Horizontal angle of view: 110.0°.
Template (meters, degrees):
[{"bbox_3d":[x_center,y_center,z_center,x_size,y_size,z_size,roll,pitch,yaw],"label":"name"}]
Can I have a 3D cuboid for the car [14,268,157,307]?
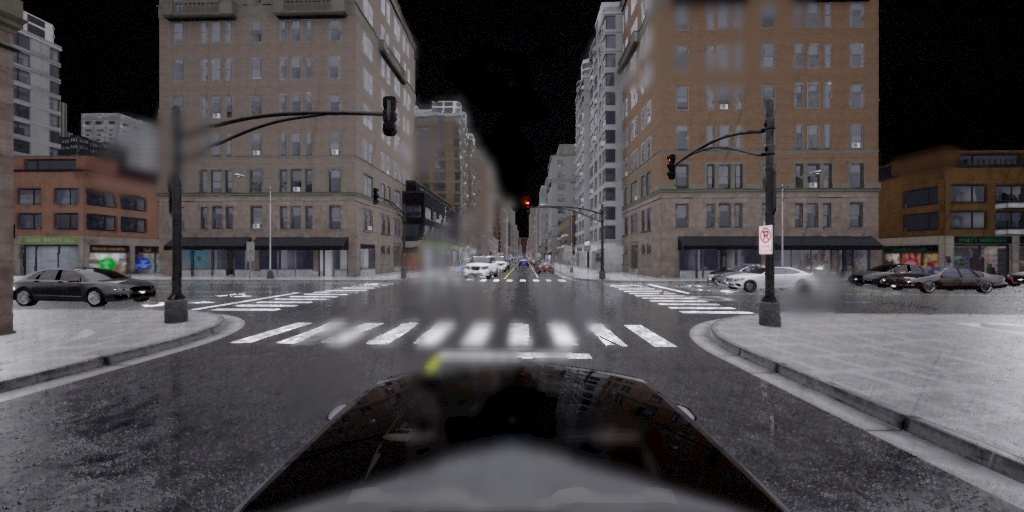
[{"bbox_3d":[-17.632,1.239,14.858,4.892,1.490,1.837,0,0,2],"label":"car"}]

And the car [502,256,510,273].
[{"bbox_3d":[-1.791,0.998,44.767,2.150,2.045,5.566,0,0,2],"label":"car"}]

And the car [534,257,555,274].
[{"bbox_3d":[3.849,1.210,40.936,1.967,1.591,4.097,0,0,2],"label":"car"}]

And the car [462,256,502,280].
[{"bbox_3d":[-2.621,0.980,31.933,2.150,2.045,5.566,0,0,8],"label":"car"}]

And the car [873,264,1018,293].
[{"bbox_3d":[24.374,1.326,20.329,5.357,1.411,2.033,0,0,2],"label":"car"}]

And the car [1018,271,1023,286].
[{"bbox_3d":[35.066,1.360,23.257,4.181,1.385,1.994,0,0,2],"label":"car"}]

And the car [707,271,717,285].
[{"bbox_3d":[15.666,1.257,23.836,4.902,1.511,2.128,0,0,2],"label":"car"}]

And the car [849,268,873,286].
[{"bbox_3d":[25.083,1.283,23.559,4.892,1.490,1.837,0,0,2],"label":"car"}]

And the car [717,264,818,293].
[{"bbox_3d":[14.787,1.291,20.610,4.674,1.442,1.812,0,0,3],"label":"car"}]

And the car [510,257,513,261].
[{"bbox_3d":[-1.358,1.138,56.793,2.097,1.767,4.553,0,0,2],"label":"car"}]
